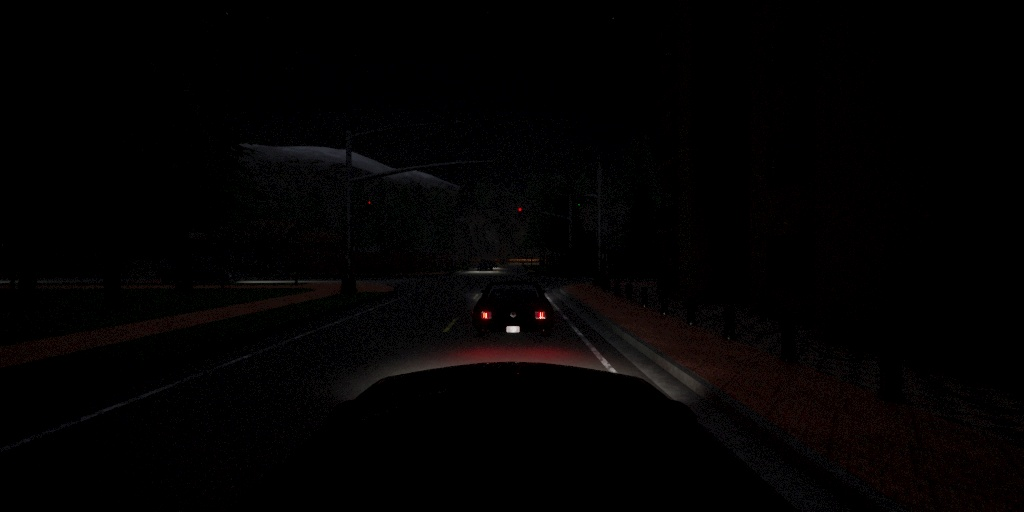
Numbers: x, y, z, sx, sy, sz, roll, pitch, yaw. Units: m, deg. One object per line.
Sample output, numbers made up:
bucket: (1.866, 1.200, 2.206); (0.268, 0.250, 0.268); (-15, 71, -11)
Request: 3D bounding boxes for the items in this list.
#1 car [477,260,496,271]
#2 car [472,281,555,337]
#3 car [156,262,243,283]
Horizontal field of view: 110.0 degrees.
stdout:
car: (-3.691, 1.227, 49.830); (1.882, 1.535, 5.008); (0, 0, 0)
car: (0.042, 1.351, 10.230); (1.895, 1.301, 4.718); (0, 0, 0)
car: (-23.660, 1.227, 26.942); (4.902, 1.511, 2.128); (0, 0, -1)
